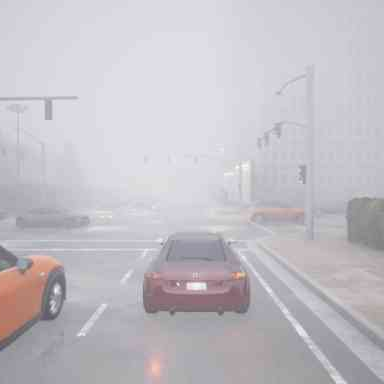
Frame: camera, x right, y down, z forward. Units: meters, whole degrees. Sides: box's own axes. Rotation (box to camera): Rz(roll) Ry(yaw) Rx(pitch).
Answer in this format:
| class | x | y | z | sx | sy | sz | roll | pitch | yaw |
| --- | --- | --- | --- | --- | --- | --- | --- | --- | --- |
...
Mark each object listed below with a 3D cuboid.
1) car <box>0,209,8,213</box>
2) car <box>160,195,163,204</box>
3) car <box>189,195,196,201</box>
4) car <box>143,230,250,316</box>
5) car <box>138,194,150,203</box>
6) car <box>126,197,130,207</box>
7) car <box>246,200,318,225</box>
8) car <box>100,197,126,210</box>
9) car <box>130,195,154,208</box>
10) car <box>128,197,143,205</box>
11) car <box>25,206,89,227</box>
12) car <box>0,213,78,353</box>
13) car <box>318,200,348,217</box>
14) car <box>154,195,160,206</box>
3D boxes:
| class | x | y | z | sx | sy | sz | roll | pitch | yaw |
| --- | --- | --- | --- | --- | --- | --- | --- | --- | --- |
| car | -16.267 | 1.522 | 24.438 | 5.008 | 1.535 | 1.882 | -1 | 0 | -4 |
| car | -6.922 | 1.352 | 66.085 | 2.097 | 1.767 | 4.553 | 0 | 0 | 1 |
| car | 0.132 | 1.552 | 84.548 | 1.994 | 1.385 | 4.181 | 0 | 0 | 0 |
| car | 0.089 | 1.564 | 7.634 | 1.994 | 1.385 | 4.181 | 0 | 0 | 0 |
| car | -10.387 | 1.355 | 72.246 | 2.097 | 1.767 | 4.553 | 0 | 0 | 0 |
| car | -10.507 | 1.477 | 52.616 | 1.882 | 1.535 | 5.008 | 0 | 0 | 0 |
| car | 6.301 | 1.404 | 24.176 | 4.553 | 1.767 | 2.097 | 0 | 0 | 0 |
| car | -10.535 | 1.491 | 43.467 | 2.128 | 1.511 | 4.902 | 0 | 0 | 1 |
| car | -7.012 | 1.352 | 47.065 | 2.097 | 1.767 | 4.553 | 0 | 0 | 0 |
| car | -10.460 | 1.601 | 61.916 | 1.895 | 1.301 | 4.718 | 0 | 0 | 0 |
| car | -8.577 | 1.593 | 20.669 | 4.181 | 1.385 | 1.994 | 0 | 0 | 0 |
| car | -3.433 | 1.352 | 4.461 | 2.097 | 1.767 | 4.553 | 0 | 0 | 1 |
| car | 13.142 | 1.547 | 31.381 | 4.902 | 1.511 | 2.128 | 0 | 0 | 0 |
| car | -6.995 | 1.505 | 56.007 | 1.837 | 1.490 | 4.892 | 0 | 0 | 0 |
